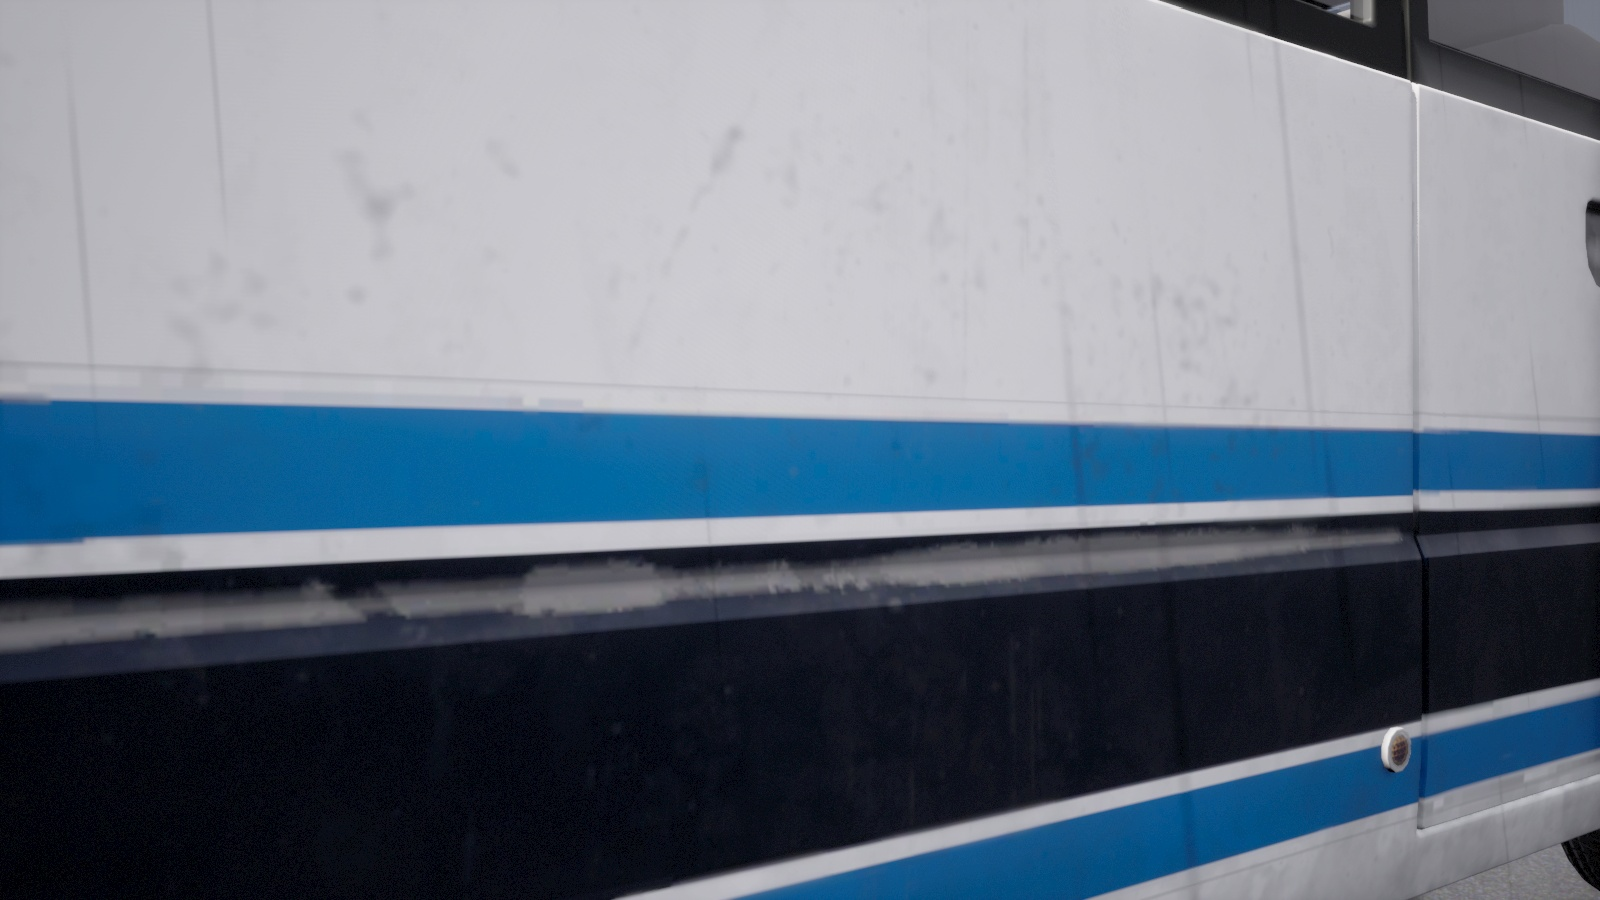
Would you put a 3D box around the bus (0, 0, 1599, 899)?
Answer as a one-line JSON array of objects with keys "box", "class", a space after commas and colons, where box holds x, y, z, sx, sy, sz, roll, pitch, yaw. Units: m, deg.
[{"box": [-0.308, -0.622, 3.450, 10.273, 4.253, 3.944, 0, 0, -35], "class": "bus"}]
